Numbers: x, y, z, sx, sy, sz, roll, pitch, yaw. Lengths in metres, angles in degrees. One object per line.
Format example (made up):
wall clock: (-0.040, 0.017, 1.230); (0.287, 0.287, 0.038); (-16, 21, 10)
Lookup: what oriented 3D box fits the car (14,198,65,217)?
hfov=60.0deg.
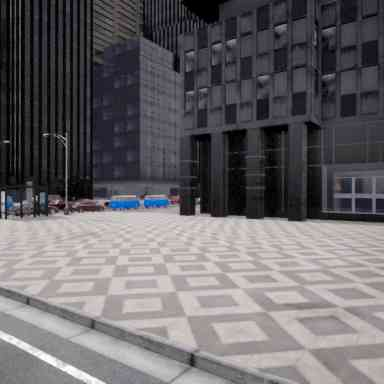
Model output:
car: (-14.606, 1.549, 30.948); (2.008, 1.369, 4.403); (0, 0, 35)

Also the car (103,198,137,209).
car: (-10.184, 1.573, 47.250); (1.895, 1.301, 4.718); (0, 0, 36)

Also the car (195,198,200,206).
car: (1.864, 1.569, 54.069); (1.802, 1.307, 4.206); (0, 0, 35)

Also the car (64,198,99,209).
car: (-14.962, 1.549, 45.142); (1.802, 1.307, 4.206); (0, 0, 35)

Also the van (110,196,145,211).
van: (-8.017, 1.332, 40.197); (1.690, 1.788, 3.998); (0, 0, 35)

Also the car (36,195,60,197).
car: (-18.256, 1.285, 40.517); (2.192, 1.841, 5.009); (0, 0, 35)

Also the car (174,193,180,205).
car: (-1.934, 1.198, 58.691); (2.150, 2.045, 5.566); (0, 0, 36)

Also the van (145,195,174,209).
van: (-4.724, 1.330, 44.821); (1.690, 1.788, 3.998); (0, 0, 35)

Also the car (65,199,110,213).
car: (-11.312, 1.576, 35.573); (1.802, 1.307, 4.206); (0, 0, 35)
